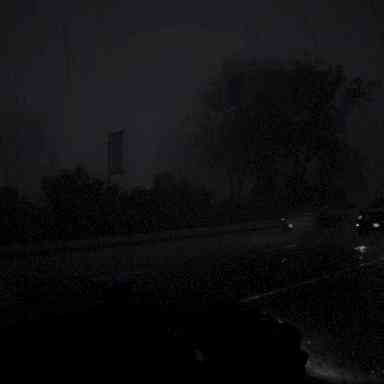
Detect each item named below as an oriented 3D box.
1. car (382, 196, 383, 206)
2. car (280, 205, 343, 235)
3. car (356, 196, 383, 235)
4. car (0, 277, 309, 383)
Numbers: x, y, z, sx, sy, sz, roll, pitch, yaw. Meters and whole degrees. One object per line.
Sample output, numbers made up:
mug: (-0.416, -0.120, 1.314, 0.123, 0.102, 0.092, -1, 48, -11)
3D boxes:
car: (31.493, 1.460, 52.711, 2.128, 1.511, 4.902, 0, 0, 26)
car: (6.934, 1.494, 19.039, 4.902, 1.511, 2.128, 0, 0, -44)
car: (10.768, 1.220, 17.828, 5.566, 2.045, 2.150, 0, 0, -45)
car: (-1.300, 1.553, 2.882, 5.357, 1.411, 2.033, 0, 0, -36)
